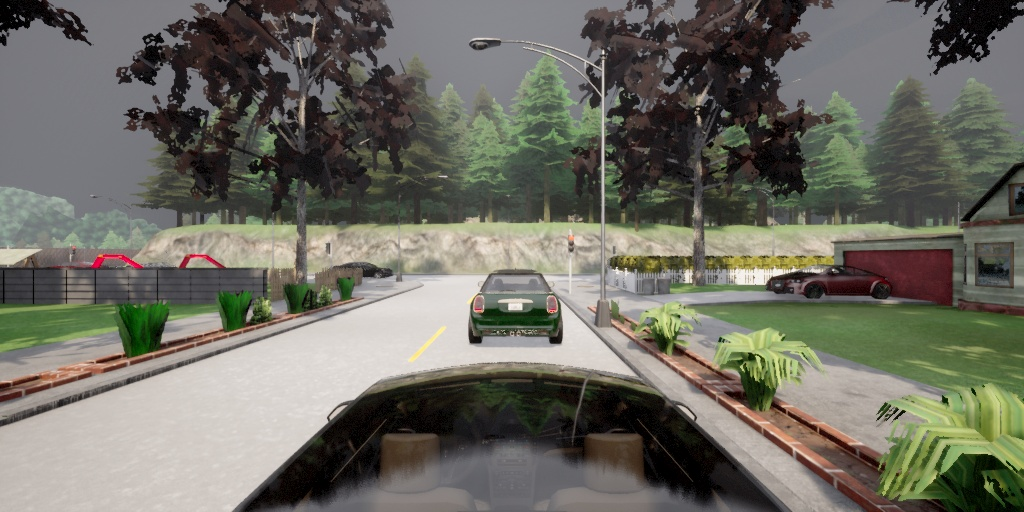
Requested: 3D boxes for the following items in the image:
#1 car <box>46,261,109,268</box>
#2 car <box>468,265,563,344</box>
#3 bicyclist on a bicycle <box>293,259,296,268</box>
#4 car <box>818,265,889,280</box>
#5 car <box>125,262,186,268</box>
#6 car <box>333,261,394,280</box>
[{"bbox_3d":[-42.952,1.228,35.433,5.008,1.535,1.882,0,0,1],"label":"car"},{"bbox_3d":[0.108,1.102,9.759,2.097,1.767,4.553,0,0,1],"label":"car"},{"bbox_3d":[-23.711,1.099,39.546,0.582,1.620,1.656,0,0,1],"label":"bicyclist on a bicycle"},{"bbox_3d":[33.225,1.228,34.795,5.008,1.535,1.882,0,0,1],"label":"car"},{"bbox_3d":[-30.758,1.241,31.222,4.902,1.511,2.128,0,0,1],"label":"car"},{"bbox_3d":[-12.813,1.228,31.033,5.008,1.535,1.882,0,0,1],"label":"car"}]
